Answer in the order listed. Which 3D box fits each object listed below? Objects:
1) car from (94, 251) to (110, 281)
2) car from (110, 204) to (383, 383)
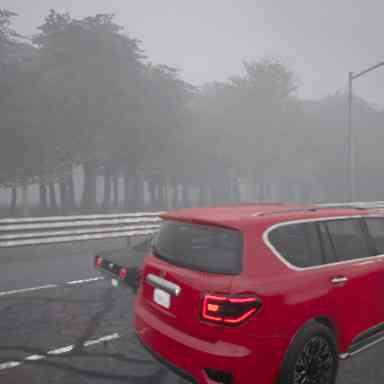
[{"bbox_3d":[0.190,1.576,8.187,4.718,1.301,1.895,0,0,-36],"label":"car"},{"bbox_3d":[1.859,1.199,5.078,5.566,2.045,2.150,0,0,-36],"label":"car"}]
